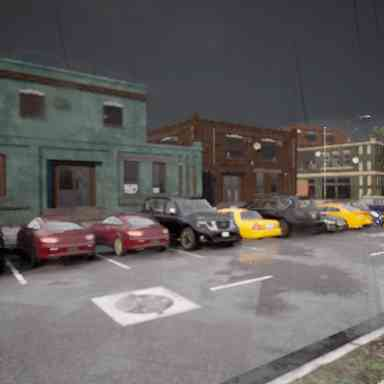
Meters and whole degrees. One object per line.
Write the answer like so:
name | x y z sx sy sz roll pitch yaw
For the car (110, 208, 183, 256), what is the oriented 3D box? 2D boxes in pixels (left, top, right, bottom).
car | -2.574 1.518 13.129 2.002 1.452 4.674 0 0 -35

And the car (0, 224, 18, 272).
car | -7.066 1.223 9.968 2.435 2.045 5.566 0 0 -35

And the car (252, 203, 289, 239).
car | 1.897 1.484 16.544 1.946 1.575 5.366 0 0 -35

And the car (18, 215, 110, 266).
car | -4.785 1.515 11.555 2.002 1.452 4.674 0 0 -35

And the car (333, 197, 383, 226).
car | 11.042 1.384 22.867 2.185 1.767 4.553 0 0 -35

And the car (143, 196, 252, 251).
car | -0.344 1.231 14.685 2.435 2.045 5.566 0 0 -35

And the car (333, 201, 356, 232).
car | 6.528 1.499 19.623 2.231 1.521 4.892 0 0 -35

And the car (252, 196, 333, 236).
car | 4.253 1.241 18.030 2.435 2.045 5.566 0 0 -35

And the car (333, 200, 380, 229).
car | 8.698 1.503 21.153 2.097 1.535 5.008 0 0 -35
